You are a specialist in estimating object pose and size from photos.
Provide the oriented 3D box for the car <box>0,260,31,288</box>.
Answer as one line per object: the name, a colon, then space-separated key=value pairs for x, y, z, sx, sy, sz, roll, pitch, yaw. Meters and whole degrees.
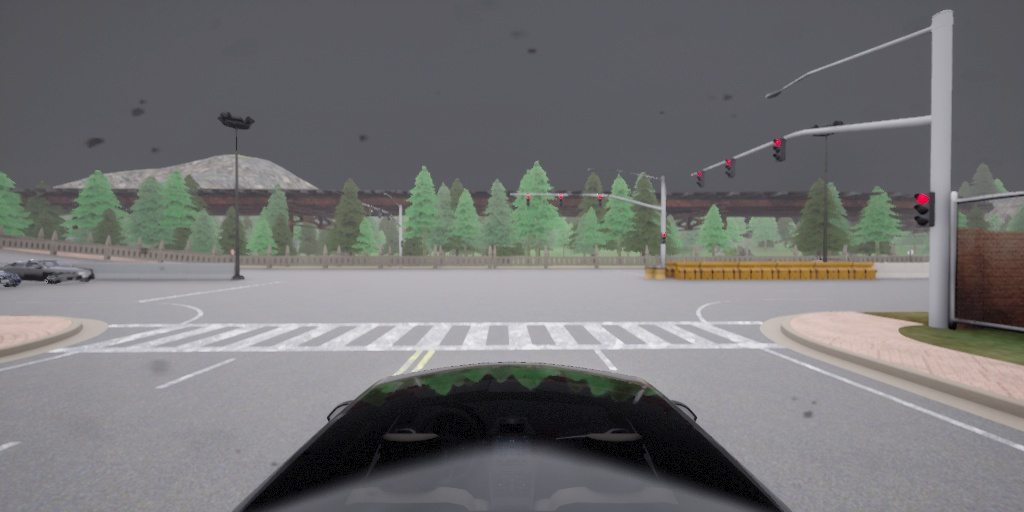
car: x=-29.560 y=1.058 z=19.239 sx=4.674 sy=1.442 sz=1.812 roll=1 pitch=1 yaw=-2

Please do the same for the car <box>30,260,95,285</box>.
car: x=-29.590 y=0.988 z=22.740 sx=4.902 sy=1.511 sz=2.128 roll=1 pitch=1 yaw=-2

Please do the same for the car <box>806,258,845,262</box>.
car: x=27.301 y=0.915 z=31.706 sx=5.008 sy=1.535 sz=1.882 roll=0 pitch=1 yaw=-2

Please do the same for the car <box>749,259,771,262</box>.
car: x=26.209 y=0.965 z=38.673 sx=4.718 sy=1.301 sz=1.895 roll=0 pitch=1 yaw=-2
